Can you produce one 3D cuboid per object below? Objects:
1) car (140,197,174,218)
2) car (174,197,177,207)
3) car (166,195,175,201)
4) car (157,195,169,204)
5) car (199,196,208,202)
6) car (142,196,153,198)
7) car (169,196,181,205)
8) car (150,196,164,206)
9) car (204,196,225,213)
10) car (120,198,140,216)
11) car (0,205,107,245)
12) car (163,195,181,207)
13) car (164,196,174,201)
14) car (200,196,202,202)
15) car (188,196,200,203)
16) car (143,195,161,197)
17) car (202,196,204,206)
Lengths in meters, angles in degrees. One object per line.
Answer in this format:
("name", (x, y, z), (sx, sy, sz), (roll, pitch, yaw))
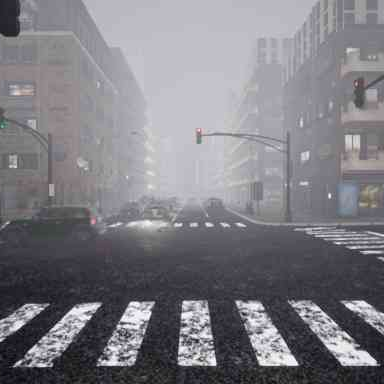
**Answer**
("car", (-3.108, 1.498, 30.602), (2.128, 1.511, 4.902), (0, 0, 1))
("car", (-3.121, 1.610, 39.901), (1.895, 1.301, 4.718), (0, 0, 0))
("car", (-5.742, 1.595, 88.994), (2.008, 1.369, 4.403), (0, 0, 0))
("car", (-5.728, 1.465, 66.265), (1.967, 1.590, 4.097), (0, 0, 0))
("car", (2.645, 1.585, 77.636), (2.008, 1.369, 4.403), (0, 0, 0))
("car", (-5.711, 1.534, 37.683), (1.752, 1.417, 4.829), (0, 0, 0))
("car", (-3.080, 1.498, 59.889), (1.882, 1.535, 5.008), (0, 0, 0))
("car", (-5.721, 1.457, 54.900), (1.967, 1.590, 4.097), (0, 0, 0))
("car", (2.669, 1.449, 37.859), (1.967, 1.590, 4.097), (0, 0, 0))
("car", (-5.708, 1.572, 32.170), (1.947, 1.339, 4.313), (0, 0, 0))
("car", (-6.470, 1.439, 15.730), (4.553, 1.767, 2.097), (-1, 0, -1))
("car", (-3.117, 1.578, 49.879), (1.994, 1.385, 4.181), (0, 0, 0))
("car", (-5.739, 1.590, 83.311), (2.008, 1.369, 4.403), (0, 0, 0))
("car", (2.659, 1.599, 54.907), (1.802, 1.307, 4.206), (0, 0, 0))
("car", (0.003, 1.539, 70.587), (2.128, 1.511, 4.902), (0, 0, 0))
("car", (-5.715, 1.326, 43.535), (2.192, 1.841, 5.009), (0, 0, 0))
("car", (2.665, 1.451, 43.542), (1.967, 1.590, 4.097), (0, 0, 0))
